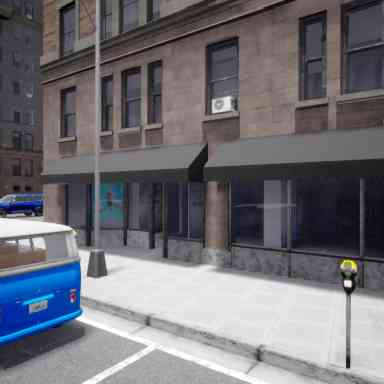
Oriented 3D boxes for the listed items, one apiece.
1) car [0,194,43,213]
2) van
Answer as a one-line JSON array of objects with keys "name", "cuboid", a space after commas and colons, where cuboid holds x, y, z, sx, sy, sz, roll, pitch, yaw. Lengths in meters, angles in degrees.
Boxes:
[{"name": "car", "cuboid": [-15.445, 1.213, 29.368, 2.150, 2.045, 5.566, 0, 0, 35]}, {"name": "van", "cuboid": [-3.622, 1.341, 5.660, 3.998, 1.788, 1.690, 0, 0, 36]}]
